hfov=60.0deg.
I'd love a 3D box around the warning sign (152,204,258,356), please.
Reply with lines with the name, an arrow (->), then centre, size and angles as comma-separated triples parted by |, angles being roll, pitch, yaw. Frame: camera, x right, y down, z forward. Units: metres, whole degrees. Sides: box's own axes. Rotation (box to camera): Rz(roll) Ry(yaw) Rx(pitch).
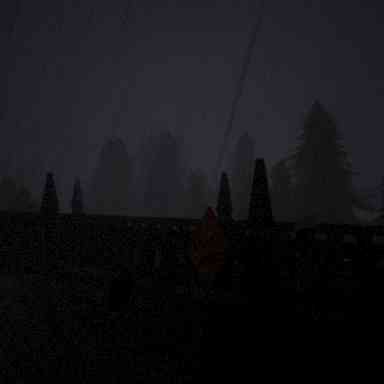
warning sign -> 0.229, 1.135, 5.018 | 1.060, 1.860, 1.300 | 0, 0, 35
